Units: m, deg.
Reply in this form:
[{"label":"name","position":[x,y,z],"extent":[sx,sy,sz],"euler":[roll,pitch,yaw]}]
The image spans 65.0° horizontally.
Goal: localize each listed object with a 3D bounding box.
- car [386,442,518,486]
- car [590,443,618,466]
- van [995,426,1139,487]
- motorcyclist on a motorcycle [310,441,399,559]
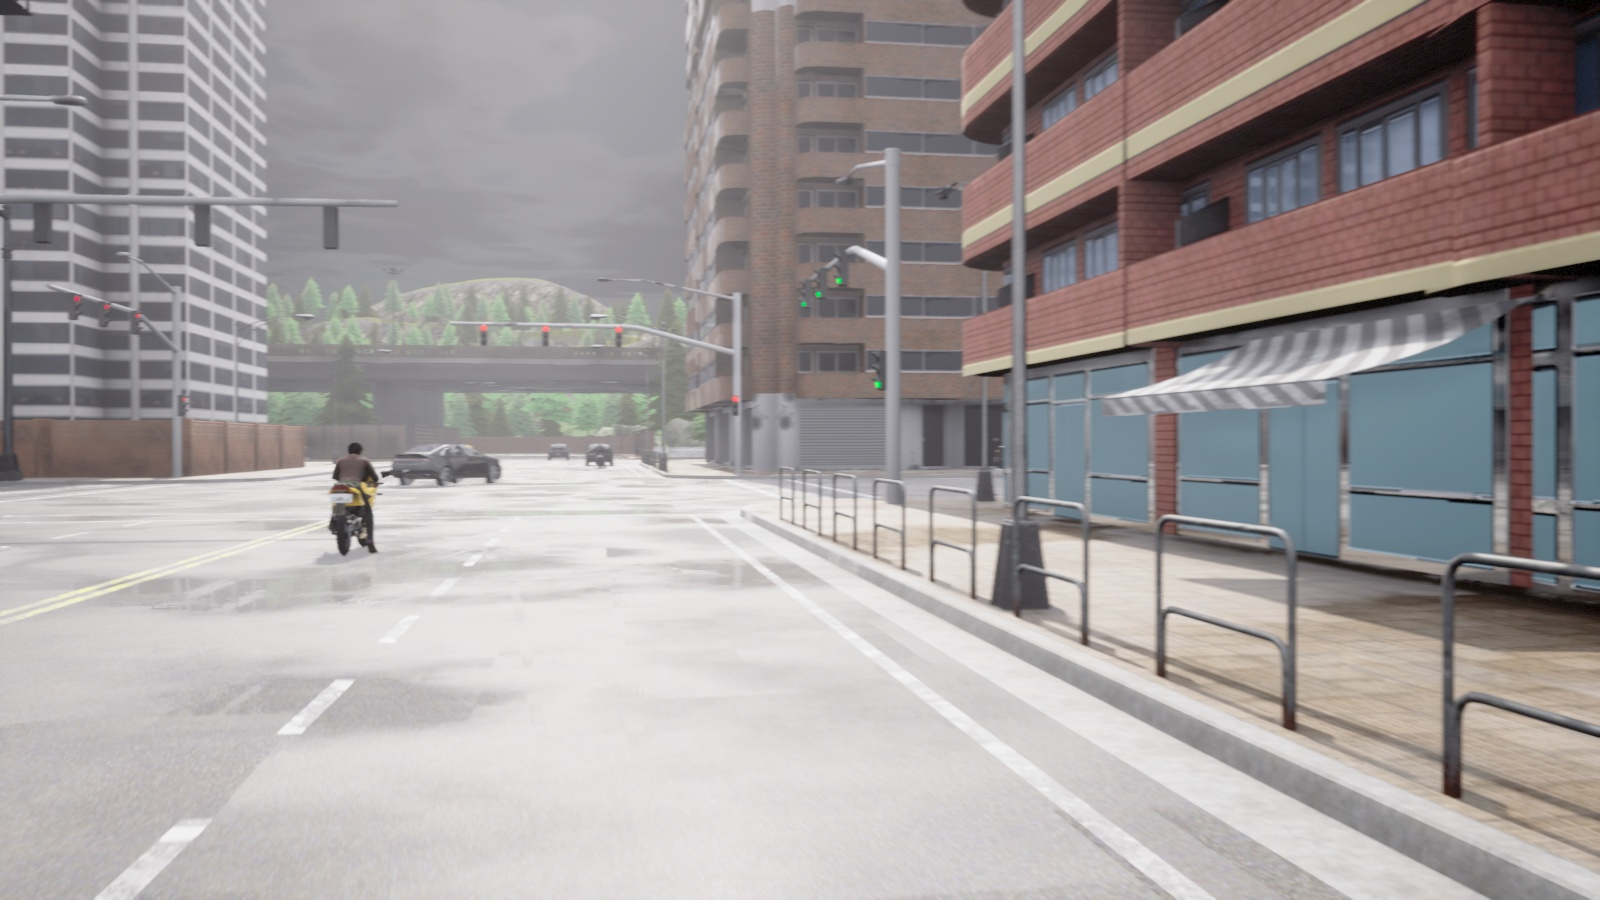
[{"label":"car","position":[-12.572,0.461,45.726],"extent":[2.128,1.511,4.902],"euler":[0,0,21]},{"label":"car","position":[-13.256,0.289,84.957],"extent":[1.837,1.490,4.892],"euler":[0,0,-9]},{"label":"van","position":[9.302,0.208,43.879],"extent":[4.480,2.038,2.069],"euler":[0,0,-9]},{"label":"motorcyclist on a motorcycle","position":[-6.111,0.639,17.331],"extent":[0.797,1.523,2.044],"euler":[0,0,-9]}]
